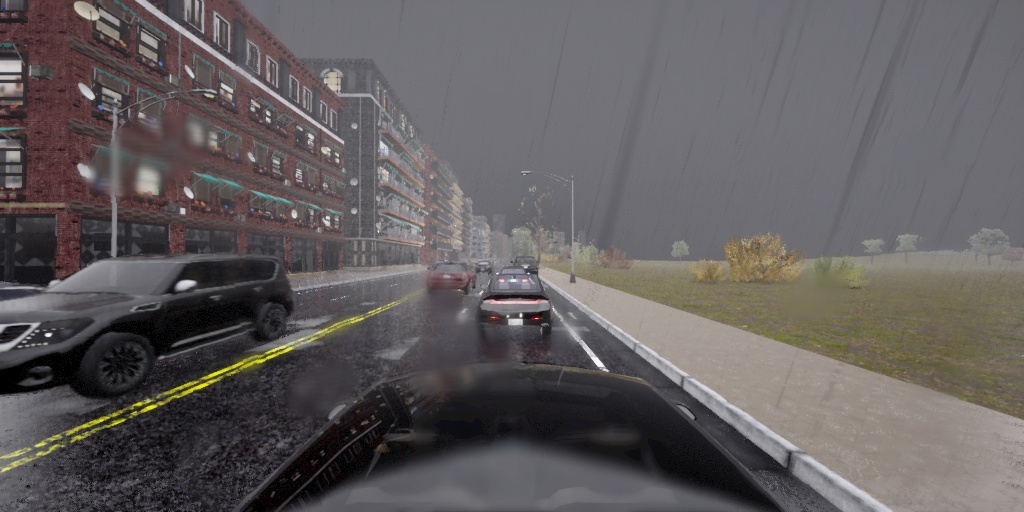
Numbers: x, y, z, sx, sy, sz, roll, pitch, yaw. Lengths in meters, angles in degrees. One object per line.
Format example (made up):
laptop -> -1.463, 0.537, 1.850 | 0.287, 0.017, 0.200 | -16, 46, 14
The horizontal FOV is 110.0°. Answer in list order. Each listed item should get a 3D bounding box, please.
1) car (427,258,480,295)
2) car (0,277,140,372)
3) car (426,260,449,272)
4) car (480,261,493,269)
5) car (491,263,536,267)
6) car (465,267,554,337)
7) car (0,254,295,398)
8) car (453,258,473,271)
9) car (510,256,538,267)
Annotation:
car -> -3.195, 1.104, 20.075 | 2.097, 1.767, 4.553 | 0, 0, 0
car -> -9.860, 1.242, 6.029 | 2.128, 1.511, 4.902 | 0, 0, 0
car -> -9.959, 1.301, 48.455 | 2.033, 1.411, 5.357 | 0, 0, 0
car -> -3.242, 1.280, 41.873 | 1.812, 1.442, 4.674 | 0, 0, 0
car -> 0.060, 1.301, 20.771 | 2.033, 1.411, 5.357 | 0, 0, 0
car -> 0.081, 1.243, 10.331 | 2.128, 1.511, 4.902 | 0, 0, 0
car -> -6.611, 0.972, 6.879 | 2.150, 2.045, 5.566 | 0, 0, 0
car -> -6.708, 1.105, 49.428 | 2.097, 1.767, 4.553 | 0, 0, 0
car -> 1.070, 0.979, 30.984 | 2.150, 2.045, 5.566 | 0, 0, 0
